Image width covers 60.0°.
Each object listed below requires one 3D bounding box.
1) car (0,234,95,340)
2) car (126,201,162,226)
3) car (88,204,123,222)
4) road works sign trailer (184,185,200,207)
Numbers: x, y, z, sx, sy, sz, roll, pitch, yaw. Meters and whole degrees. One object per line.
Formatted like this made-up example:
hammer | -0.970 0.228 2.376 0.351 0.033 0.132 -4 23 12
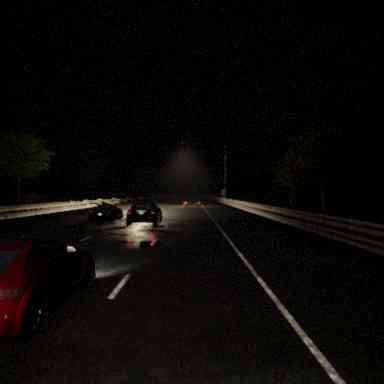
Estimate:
car | -3.391 1.587 6.584 1.994 1.385 4.181 0 0 0
car | -3.372 1.430 24.231 2.097 1.767 4.553 0 0 0
car | -6.867 1.650 26.857 1.994 1.385 4.181 0 0 0
road works sign trailer | 0.066 0.632 54.456 2.380 3.560 2.880 0 0 0
